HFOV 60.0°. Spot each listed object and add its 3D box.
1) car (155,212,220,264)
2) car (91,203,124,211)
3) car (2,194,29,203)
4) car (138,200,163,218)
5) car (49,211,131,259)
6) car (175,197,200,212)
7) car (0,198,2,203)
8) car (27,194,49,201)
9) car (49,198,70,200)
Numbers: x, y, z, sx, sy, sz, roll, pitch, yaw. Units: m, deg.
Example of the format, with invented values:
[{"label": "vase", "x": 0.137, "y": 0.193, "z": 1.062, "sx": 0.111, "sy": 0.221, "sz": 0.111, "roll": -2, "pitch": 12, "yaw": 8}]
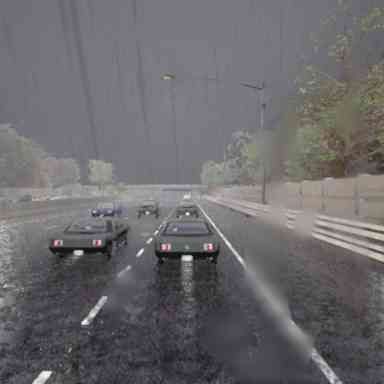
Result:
[{"label": "car", "x": -0.163, "y": 1.595, "z": 11.715, "sx": 1.895, "sy": 1.301, "sz": 4.718, "roll": 0, "pitch": 0, "yaw": -1}, {"label": "car", "x": -7.285, "y": 1.627, "z": 29.213, "sx": 1.895, "sy": 1.301, "sz": 4.718, "roll": 0, "pitch": 0, "yaw": -1}, {"label": "car", "x": -28.744, "y": 1.379, "z": 55.616, "sx": 2.150, "sy": 2.045, "sz": 5.566, "roll": 0, "pitch": 0, "yaw": 0}, {"label": "car", "x": -3.805, "y": 1.511, "z": 30.561, "sx": 1.837, "sy": 1.490, "sz": 4.892, "roll": 0, "pitch": 0, "yaw": -1}, {"label": "car", "x": -3.575, "y": 1.613, "z": 12.634, "sx": 1.895, "sy": 1.301, "sz": 4.718, "roll": 0, "pitch": 0, "yaw": -1}, {"label": "car", "x": -0.389, "y": 1.493, "z": 29.227, "sx": 1.837, "sy": 1.490, "sz": 4.892, "roll": 0, "pitch": 0, "yaw": -1}, {"label": "car", "x": -32.254, "y": 1.740, "z": 57.035, "sx": 1.994, "sy": 1.385, "sz": 4.181, "roll": 0, "pitch": 0, "yaw": 0}, {"label": "car", "x": -25.261, "y": 1.617, "z": 56.040, "sx": 1.882, "sy": 1.535, "sz": 5.008, "roll": 0, "pitch": 0, "yaw": 0}, {"label": "car", "x": -21.761, "y": 1.668, "z": 56.514, "sx": 2.033, "sy": 1.411, "sz": 5.357, "roll": 0, "pitch": 0, "yaw": 0}]
